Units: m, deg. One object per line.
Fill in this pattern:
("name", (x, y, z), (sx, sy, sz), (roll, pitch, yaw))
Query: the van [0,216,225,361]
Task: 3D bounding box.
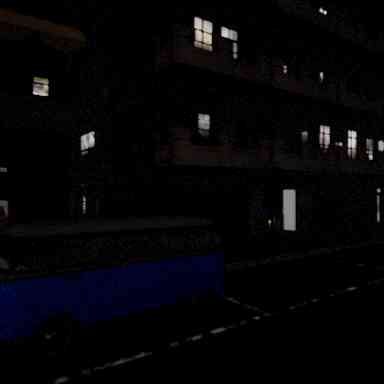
("van", (-1.309, 1.341, 5.631), (3.998, 1.788, 1.690), (0, 0, -35))
